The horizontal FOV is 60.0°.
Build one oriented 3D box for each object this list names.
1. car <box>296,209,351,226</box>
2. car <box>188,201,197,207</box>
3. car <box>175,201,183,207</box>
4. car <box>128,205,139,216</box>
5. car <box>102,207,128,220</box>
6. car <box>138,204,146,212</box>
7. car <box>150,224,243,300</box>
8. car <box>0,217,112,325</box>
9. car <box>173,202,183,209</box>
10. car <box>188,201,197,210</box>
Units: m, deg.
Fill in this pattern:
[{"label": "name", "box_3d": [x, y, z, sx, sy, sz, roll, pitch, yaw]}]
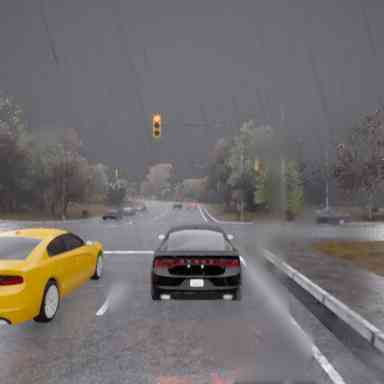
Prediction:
[{"label": "car", "box_3d": [12.449, 2.438, 31.612, 4.892, 1.490, 1.837, 0, -2, 0]}, {"label": "car", "box_3d": [0.046, 3.161, 86.368, 2.033, 1.411, 5.357, 0, 0, -3]}, {"label": "car", "box_3d": [-3.470, 3.166, 86.790, 1.994, 1.385, 4.181, 0, 0, -3]}, {"label": "car", "box_3d": [-10.490, 3.211, 54.667, 1.812, 1.442, 4.674, 0, -1, 0]}, {"label": "car", "box_3d": [-10.535, 3.001, 44.797, 2.033, 1.411, 5.357, 0, -2, 1]}, {"label": "car", "box_3d": [-10.400, 3.239, 67.192, 2.128, 1.511, 4.902, 0, 0, 1]}, {"label": "car", "box_3d": [0.098, 1.565, 8.579, 1.882, 1.535, 5.008, 0, -1, 0]}, {"label": "car", "box_3d": [-3.408, 1.543, 7.336, 1.882, 1.535, 5.008, 0, -1, 0]}, {"label": "car", "box_3d": [-3.369, 3.183, 76.721, 1.837, 1.490, 4.892, 0, 0, 0]}, {"label": "car", "box_3d": [0.132, 3.041, 76.210, 2.097, 1.767, 4.553, 0, 0, 0]}]
